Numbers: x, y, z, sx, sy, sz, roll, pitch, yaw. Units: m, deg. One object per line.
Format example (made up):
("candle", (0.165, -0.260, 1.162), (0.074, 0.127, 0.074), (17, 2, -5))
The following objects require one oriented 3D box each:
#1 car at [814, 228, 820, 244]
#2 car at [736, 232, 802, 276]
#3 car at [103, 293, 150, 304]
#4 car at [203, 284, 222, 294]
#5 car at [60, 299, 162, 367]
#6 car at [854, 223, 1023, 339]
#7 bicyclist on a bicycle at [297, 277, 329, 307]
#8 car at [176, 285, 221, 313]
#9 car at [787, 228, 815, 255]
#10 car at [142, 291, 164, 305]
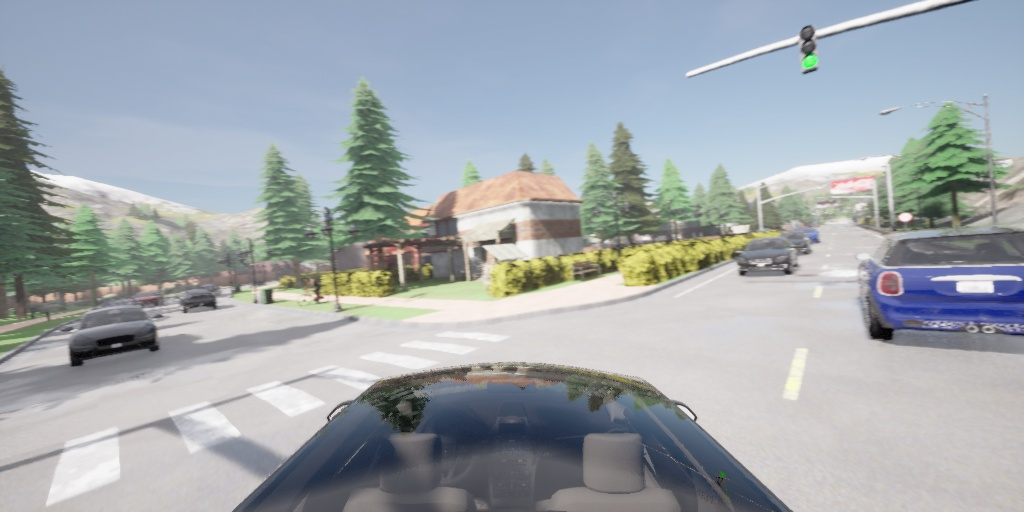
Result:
("car", (29.061, -1.990, 35.388), (1.882, 1.535, 5.008), (-5, 1, 43))
("car", (11.526, -0.054, 16.129), (1.837, 1.490, 4.892), (-5, 1, 42))
("car", (-22.836, 3.249, 20.971), (4.902, 1.511, 2.128), (-5, 1, 44))
("car", (-38.652, 4.399, 45.892), (1.837, 1.490, 4.892), (-6, 1, -33))
("car", (-13.242, 2.486, 12.009), (4.892, 1.490, 1.837), (-5, 1, 43))
("car", (7.674, 0.285, 6.416), (2.097, 1.767, 4.553), (-5, 1, 42))
("bicyclist on a bicycle", (-11.291, 1.984, 20.307), (0.582, 1.620, 1.656), (-5, 1, 42))
("car", (-22.990, 3.204, 26.208), (4.892, 1.490, 1.837), (-5, 1, 45))
("car", (19.091, -0.878, 24.456), (1.837, 1.490, 4.892), (-5, 1, 42))
("car", (-35.477, 4.227, 34.861), (1.882, 1.535, 5.008), (-6, 1, -37))
